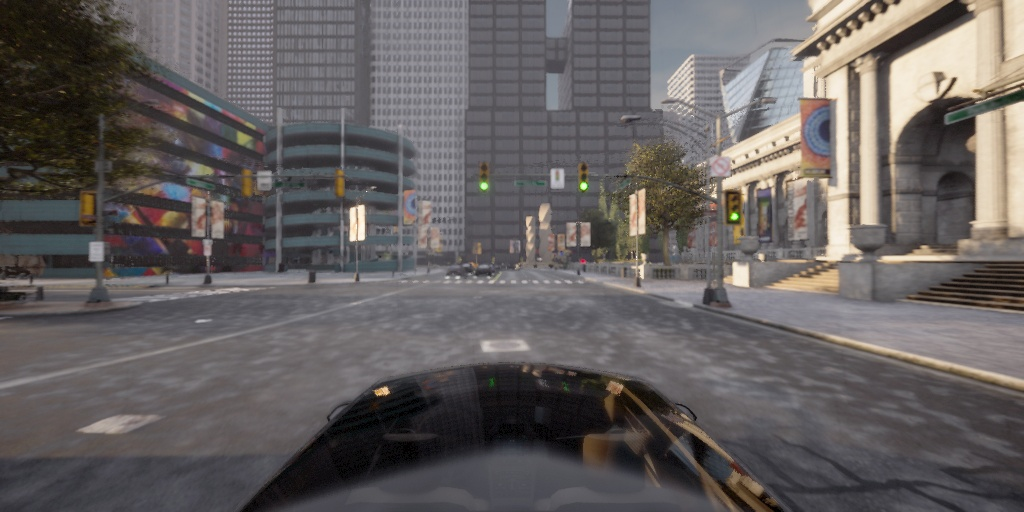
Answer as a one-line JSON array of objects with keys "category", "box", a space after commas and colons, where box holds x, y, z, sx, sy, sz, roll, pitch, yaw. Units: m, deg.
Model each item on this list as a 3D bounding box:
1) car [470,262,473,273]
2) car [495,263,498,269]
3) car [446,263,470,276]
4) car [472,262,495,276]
[{"category": "car", "box": [-7.092, 1.887, 55.915, 1.882, 1.535, 5.008, 0, -1, 0]}, {"category": "car", "box": [-3.609, 1.928, 55.271, 1.812, 1.442, 4.674, 0, -1, 0]}, {"category": "car", "box": [-7.099, 1.838, 46.089, 2.033, 1.411, 5.357, 0, -1, 0]}, {"category": "car", "box": [-3.603, 1.770, 46.239, 1.882, 1.535, 5.008, 0, -1, 0]}]
